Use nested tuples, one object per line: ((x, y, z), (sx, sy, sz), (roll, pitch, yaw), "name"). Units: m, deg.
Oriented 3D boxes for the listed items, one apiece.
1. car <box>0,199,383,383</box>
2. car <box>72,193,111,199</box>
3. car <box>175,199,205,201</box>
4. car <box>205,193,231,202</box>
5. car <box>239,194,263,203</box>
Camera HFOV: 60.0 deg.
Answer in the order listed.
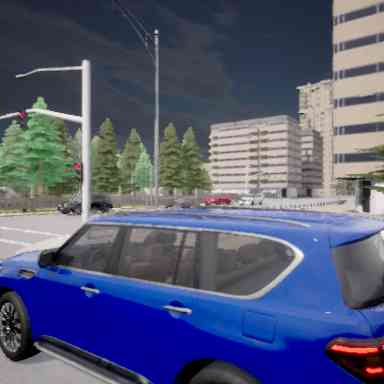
((-0.367, 1.217, 4.226), (5.566, 2.045, 2.150), (0, 0, 36), "car")
((-10.420, 1.169, 32.938), (2.150, 2.045, 5.566), (0, 0, 36), "car")
((-1.060, 1.502, 40.013), (2.033, 1.411, 5.357), (0, 0, 36), "car")
((4.221, 1.172, 53.328), (2.150, 2.045, 5.566), (0, 0, 36), "car")
((9.845, 1.283, 55.106), (2.150, 2.045, 5.566), (0, 0, 36), "car")
